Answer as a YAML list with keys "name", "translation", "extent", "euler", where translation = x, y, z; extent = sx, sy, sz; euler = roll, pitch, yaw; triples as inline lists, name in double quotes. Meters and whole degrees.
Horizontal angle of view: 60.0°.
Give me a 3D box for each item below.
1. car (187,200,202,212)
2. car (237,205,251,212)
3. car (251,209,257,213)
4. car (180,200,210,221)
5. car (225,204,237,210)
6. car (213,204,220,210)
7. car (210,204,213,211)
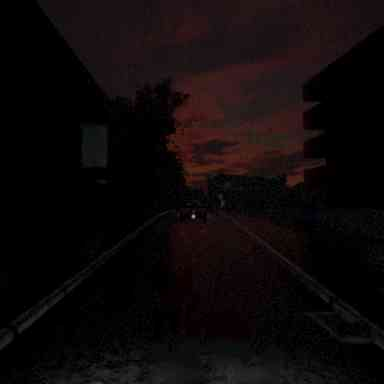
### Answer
- name: "car"
  translation: [0.352, 1.677, 40.483]
  extent: [1.812, 1.442, 4.674]
  euler: [0, -2, 2]
- name: "car"
  translation: [10.808, 4.087, 80.749]
  extent: [2.435, 2.045, 5.566]
  euler: [8, -5, -30]
- name: "car"
  translation: [13.641, 4.637, 81.439]
  extent: [1.946, 1.575, 5.366]
  euler: [7, -5, -30]
- name: "car"
  translation: [0.103, 1.405, 24.993]
  extent: [1.895, 1.301, 4.718]
  euler: [0, 0, 0]
- name: "car"
  translation: [7.811, 3.909, 80.192]
  extent: [2.185, 1.767, 4.553]
  euler: [7, -5, -30]
- name: "car"
  translation: [4.838, 3.650, 79.697]
  extent: [2.185, 1.767, 4.553]
  euler: [5, -5, -31]
- name: "car"
  translation: [1.959, 3.347, 79.112]
  extent: [2.435, 2.045, 5.566]
  euler: [2, -4, -30]
